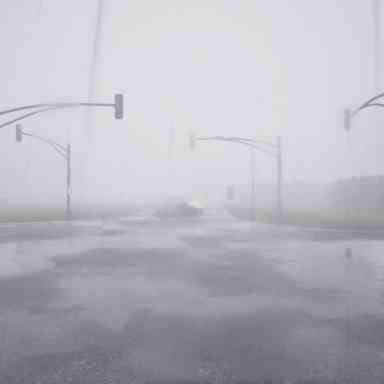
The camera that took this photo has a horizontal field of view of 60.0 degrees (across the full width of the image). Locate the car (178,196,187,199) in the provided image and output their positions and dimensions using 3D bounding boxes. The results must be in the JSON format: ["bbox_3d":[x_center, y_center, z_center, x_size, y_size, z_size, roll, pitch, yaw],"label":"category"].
[{"bbox_3d":[-2.358,1.486,47.559,2.128,1.511,4.902,0,0,3],"label":"car"}]

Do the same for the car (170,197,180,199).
[{"bbox_3d":[-2.812,1.600,38.245,1.895,1.301,4.718,0,0,3],"label":"car"}]

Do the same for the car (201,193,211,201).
[{"bbox_3d":[3.361,1.191,79.079,2.150,2.045,5.566,0,0,5],"label":"car"}]

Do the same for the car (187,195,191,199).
[{"bbox_3d":[-1.767,1.479,57.801,2.128,1.511,4.902,0,0,4],"label":"car"}]

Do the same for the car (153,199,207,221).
[{"bbox_3d":[-1.028,1.547,27.220,2.033,1.411,5.357,0,0,30],"label":"car"}]
